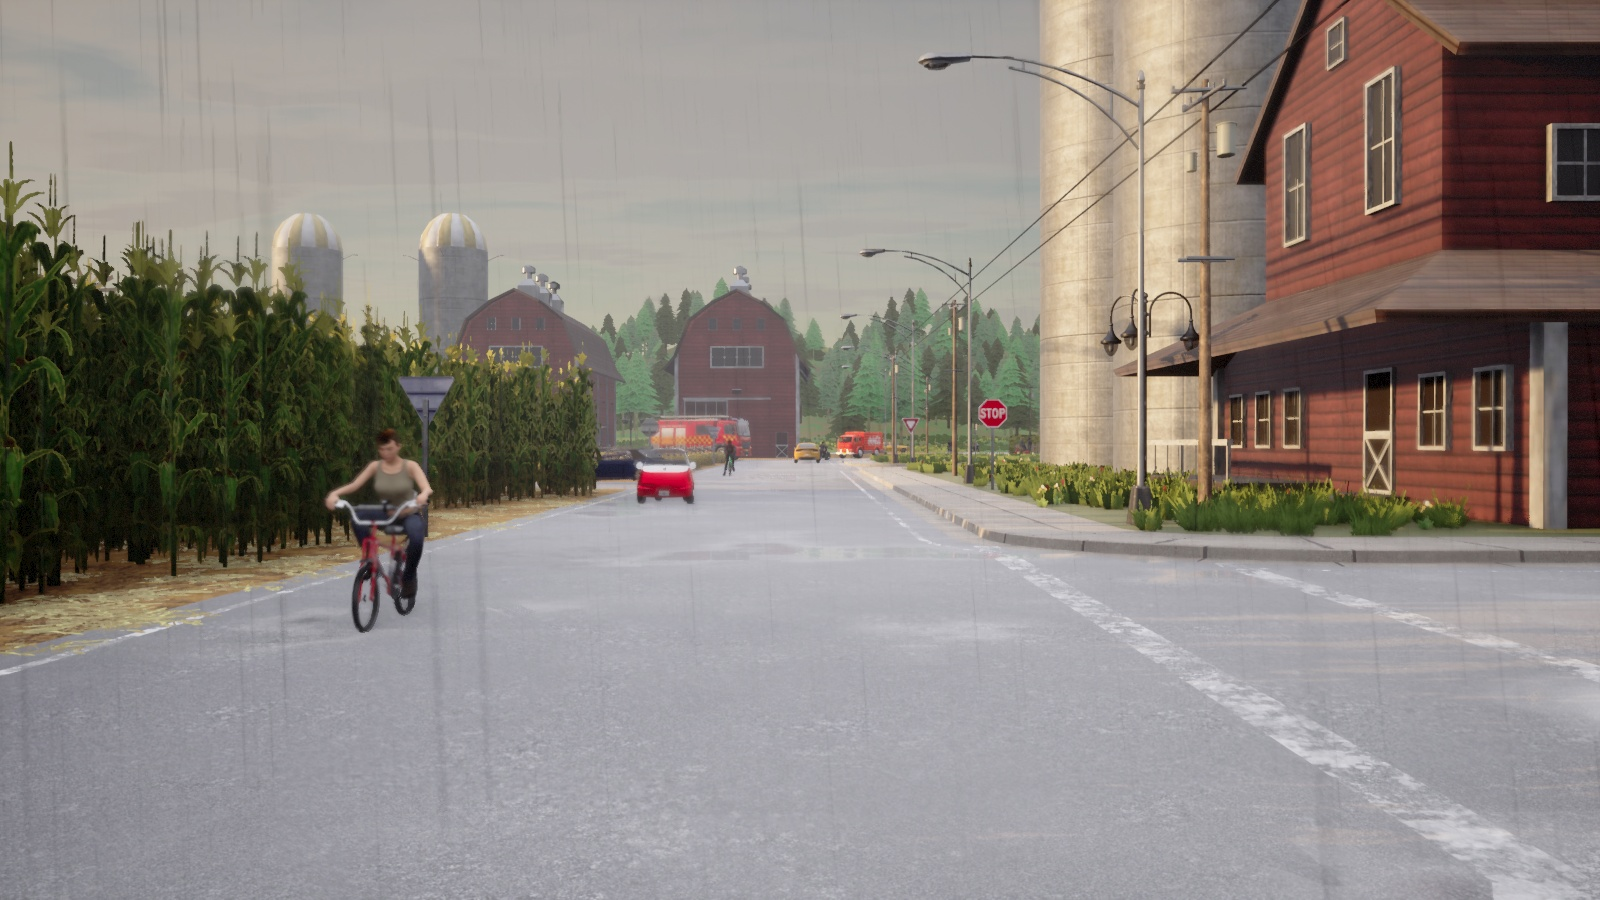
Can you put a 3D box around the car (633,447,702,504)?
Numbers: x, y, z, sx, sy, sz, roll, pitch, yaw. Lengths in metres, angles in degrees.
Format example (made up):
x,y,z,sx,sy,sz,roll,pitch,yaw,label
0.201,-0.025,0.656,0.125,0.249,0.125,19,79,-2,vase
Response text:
x,y,z,sx,sy,sz,roll,pitch,yaw,label
-3.307,0.620,31.662,1.481,1.376,2.207,0,0,0,car

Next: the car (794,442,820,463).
x,y,z,sx,sy,sz,roll,pitch,yaw,label
0.532,0.187,95.316,1.882,1.535,5.008,0,0,0,car

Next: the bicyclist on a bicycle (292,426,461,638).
x,y,z,sx,sy,sz,roll,pitch,yaw,label
-3.424,0.622,10.308,0.866,1.612,1.509,0,0,1,bicyclist on a bicycle

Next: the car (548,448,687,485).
x,y,z,sx,sy,sz,roll,pitch,yaw,label
-6.685,0.581,46.110,4.718,1.301,1.895,0,0,16,car
